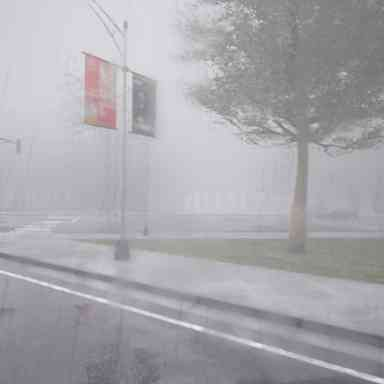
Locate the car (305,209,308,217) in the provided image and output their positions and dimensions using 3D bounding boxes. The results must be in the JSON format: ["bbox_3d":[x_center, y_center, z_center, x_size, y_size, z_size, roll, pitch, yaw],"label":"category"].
[{"bbox_3d":[15.564,2.444,40.545,5.008,1.535,1.882,1,1,-11],"label":"car"}]

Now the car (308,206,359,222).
[{"bbox_3d":[16.143,2.490,37.347,5.008,1.535,1.882,1,1,-11],"label":"car"}]
